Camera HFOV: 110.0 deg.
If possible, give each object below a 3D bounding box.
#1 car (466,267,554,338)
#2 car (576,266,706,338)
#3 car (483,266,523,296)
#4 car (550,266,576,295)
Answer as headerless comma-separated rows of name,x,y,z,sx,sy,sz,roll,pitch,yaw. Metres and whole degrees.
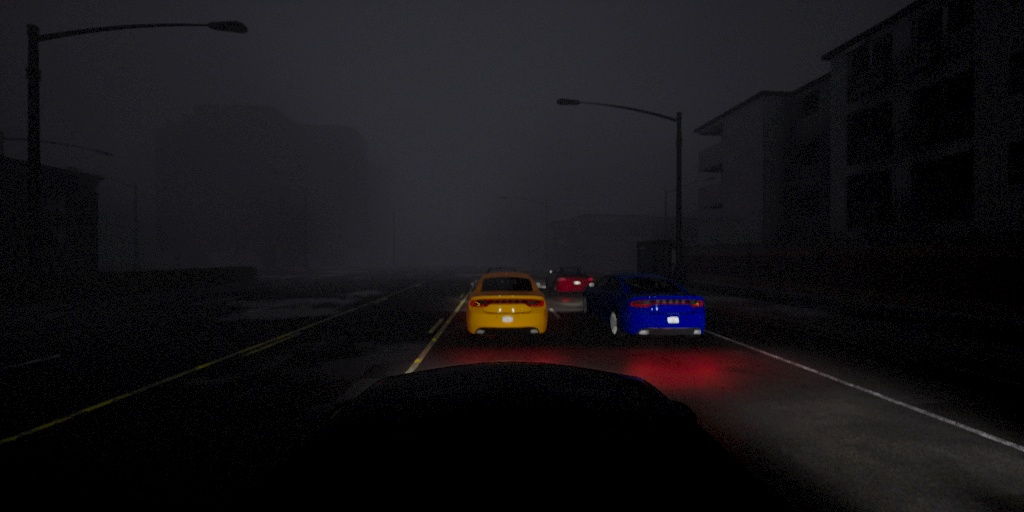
car,-0.167,1.182,10.096,1.882,1.535,5.008,0,0,-2
car,3.327,1.183,10.029,1.882,1.535,5.008,0,0,-2
car,-0.549,1.255,19.388,1.895,1.301,4.718,0,0,-3
car,2.977,1.222,18.914,1.994,1.385,4.181,0,0,-3
